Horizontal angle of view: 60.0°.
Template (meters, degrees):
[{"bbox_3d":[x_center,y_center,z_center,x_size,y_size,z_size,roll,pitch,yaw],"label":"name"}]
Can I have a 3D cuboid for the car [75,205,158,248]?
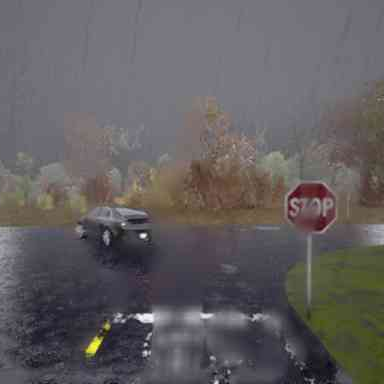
[{"bbox_3d":[-3.284,1.311,13.911,1.837,1.490,4.892,1,-1,-39],"label":"car"}]
